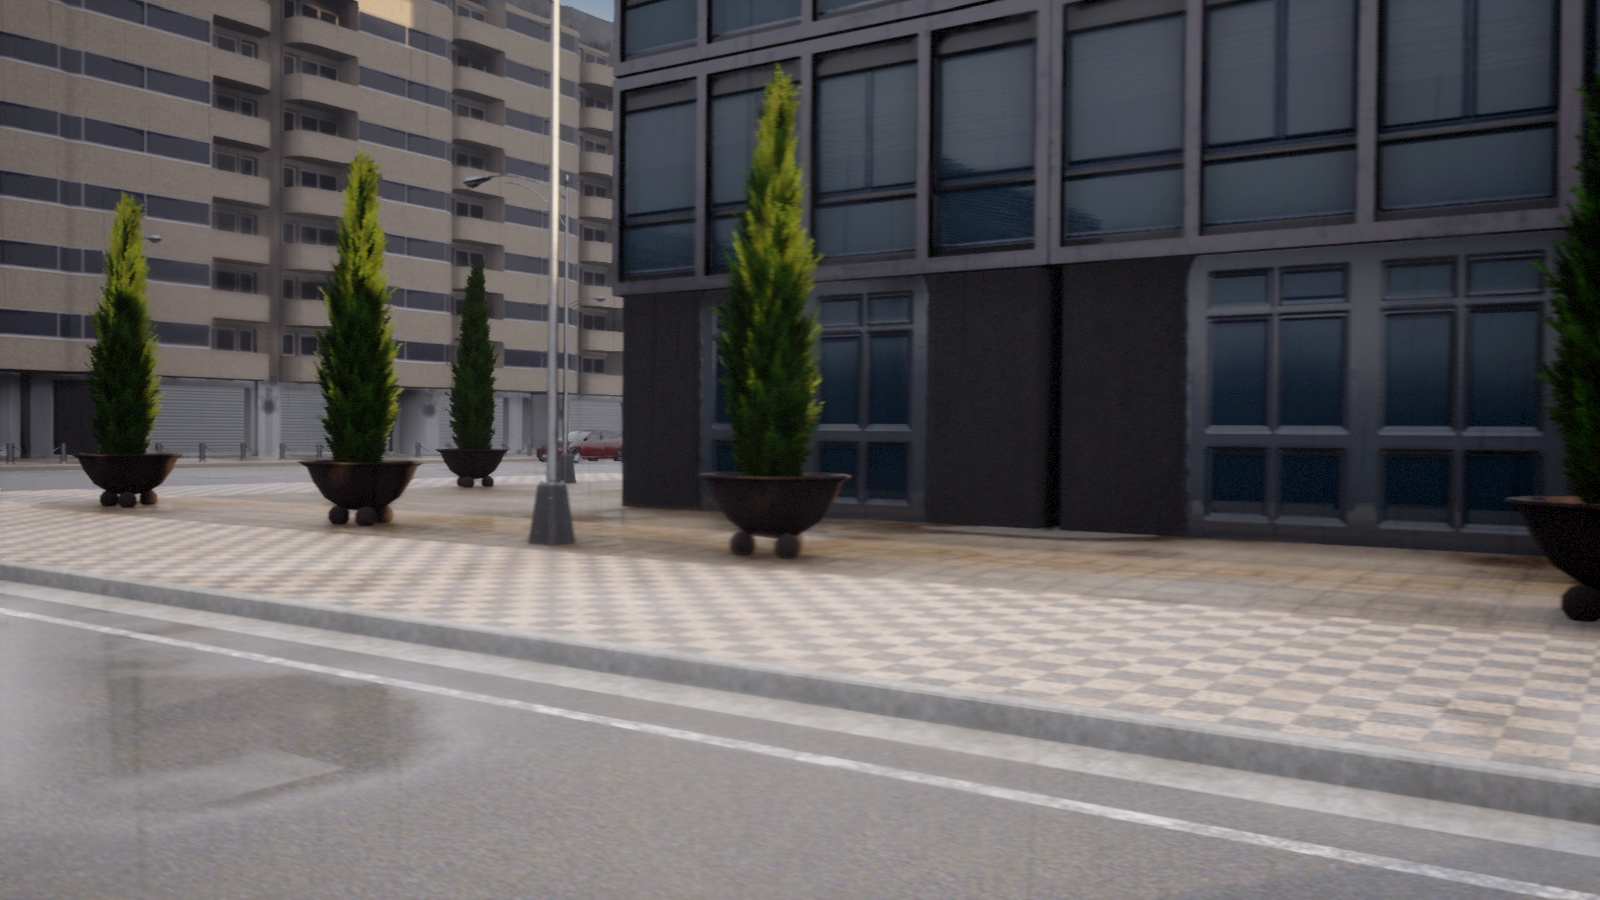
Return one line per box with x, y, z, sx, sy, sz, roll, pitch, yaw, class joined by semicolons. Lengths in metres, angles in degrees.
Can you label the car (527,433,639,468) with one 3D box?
-9.613;0.001;55.985;2.163;1.488;4.792;0;1;34;car
